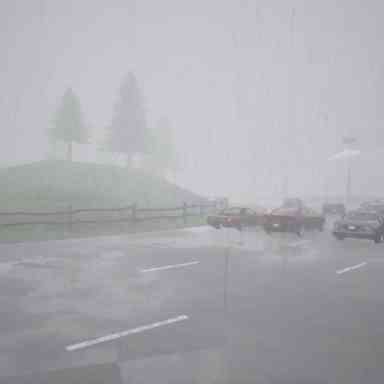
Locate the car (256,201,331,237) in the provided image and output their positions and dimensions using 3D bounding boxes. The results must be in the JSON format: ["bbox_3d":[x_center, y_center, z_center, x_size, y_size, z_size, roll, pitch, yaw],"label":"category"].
[{"bbox_3d":[5.739,1.485,18.318,1.882,1.535,5.008,0,0,40],"label":"car"}]

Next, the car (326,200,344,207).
[{"bbox_3d":[13.449,1.485,31.828,1.882,1.535,5.008,0,0,19],"label":"car"}]

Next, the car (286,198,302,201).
[{"bbox_3d":[10.133,1.366,32.950,2.097,1.767,4.553,0,0,19],"label":"car"}]

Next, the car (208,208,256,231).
[{"bbox_3d":[3.087,1.616,20.602,1.895,1.301,4.718,0,0,40],"label":"car"}]

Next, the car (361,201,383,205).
[{"bbox_3d":[16.754,1.533,30.679,1.812,1.442,4.674,0,0,19],"label":"car"}]

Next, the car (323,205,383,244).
[{"bbox_3d":[8.411,1.563,16.057,2.033,1.411,5.357,0,0,40],"label":"car"}]
